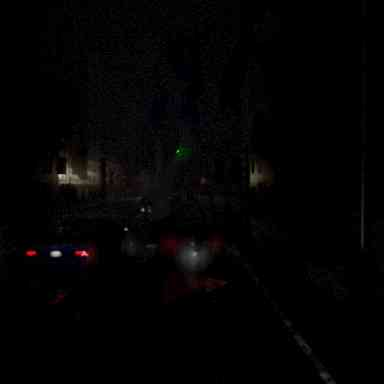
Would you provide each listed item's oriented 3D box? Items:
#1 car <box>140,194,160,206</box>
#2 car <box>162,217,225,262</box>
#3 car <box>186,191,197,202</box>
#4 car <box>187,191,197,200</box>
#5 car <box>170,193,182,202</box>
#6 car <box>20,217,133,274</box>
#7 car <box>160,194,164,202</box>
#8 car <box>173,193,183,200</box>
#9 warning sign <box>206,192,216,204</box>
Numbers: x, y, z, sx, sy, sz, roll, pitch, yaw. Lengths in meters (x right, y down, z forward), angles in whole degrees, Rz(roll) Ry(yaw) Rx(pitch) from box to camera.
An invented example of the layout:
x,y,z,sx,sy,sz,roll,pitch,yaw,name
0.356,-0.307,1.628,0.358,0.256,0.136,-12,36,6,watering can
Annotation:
x,y,z,sx,sy,sz,roll,pitch,yaw,name
-6.598,1.258,50.144,2.128,1.511,4.902,0,0,0,car
0.058,1.546,11.907,1.895,1.301,4.718,0,0,0,car
-0.028,1.046,67.041,2.097,1.767,4.553,0,0,0,car
-0.032,0.709,77.103,2.150,2.045,5.566,0,0,0,car
-3.278,1.256,67.071,1.994,1.385,4.181,0,0,0,car
-3.201,1.499,10.374,2.033,1.411,5.357,0,0,0,car
-6.538,1.177,65.737,1.882,1.535,5.008,0,1,0,car
-3.282,1.009,77.073,2.128,1.511,4.902,0,0,0,car
2.832,0.884,49.606,1.300,1.860,1.060,0,0,0,warning sign
